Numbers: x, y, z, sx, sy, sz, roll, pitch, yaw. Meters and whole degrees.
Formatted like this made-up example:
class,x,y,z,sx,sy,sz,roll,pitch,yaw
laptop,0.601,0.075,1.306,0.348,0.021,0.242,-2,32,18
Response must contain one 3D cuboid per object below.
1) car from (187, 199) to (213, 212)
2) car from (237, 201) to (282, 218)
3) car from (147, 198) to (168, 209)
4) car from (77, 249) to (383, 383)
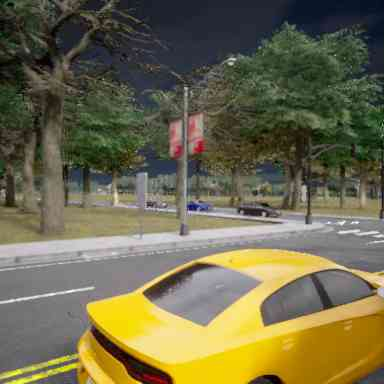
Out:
class,x,y,z,sx,sy,sz,roll,pitch,yaw
car,0.566,1.642,40.456,1.882,1.535,5.008,1,0,-35
car,6.465,1.681,32.177,1.837,1.490,4.892,1,0,-35
car,-5.337,1.648,48.748,2.128,1.511,4.902,1,0,-35
car,1.170,1.505,4.275,5.008,1.535,1.882,0,0,-36
